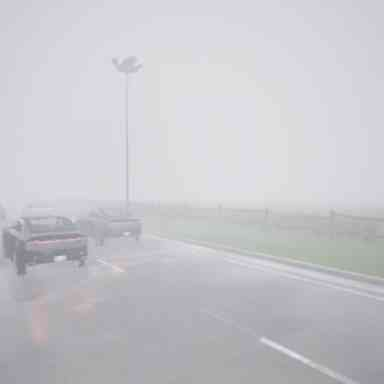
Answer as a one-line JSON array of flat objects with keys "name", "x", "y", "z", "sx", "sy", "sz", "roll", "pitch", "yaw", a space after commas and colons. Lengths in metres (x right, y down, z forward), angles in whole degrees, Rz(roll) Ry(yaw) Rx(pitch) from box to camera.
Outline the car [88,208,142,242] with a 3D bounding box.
[{"name": "car", "x": -4.041, "y": 1.494, "z": 15.604, "sx": 2.128, "sy": 1.511, "sz": 4.902, "roll": 0, "pitch": 0, "yaw": -35}]

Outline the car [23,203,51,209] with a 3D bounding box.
[{"name": "car", "x": -13.637, "y": 1.604, "z": 29.319, "sx": 1.895, "sy": 1.301, "sz": 4.718, "roll": 0, "pitch": 0, "yaw": -35}]

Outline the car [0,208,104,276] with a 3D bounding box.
[{"name": "car", "x": -4.776, "y": 1.493, "z": 10.549, "sx": 2.128, "sy": 1.511, "sz": 4.902, "roll": 0, "pitch": 0, "yaw": -35}]

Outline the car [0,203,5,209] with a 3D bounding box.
[{"name": "car", "x": -16.164, "y": 1.550, "z": 26.823, "sx": 2.033, "sy": 1.411, "sz": 5.357, "roll": 0, "pitch": 0, "yaw": -35}]
